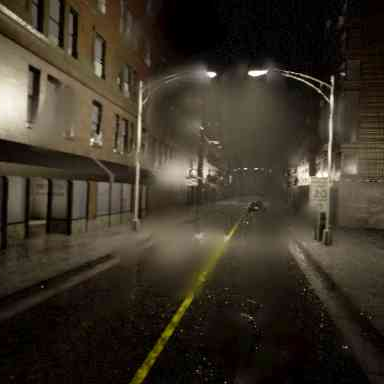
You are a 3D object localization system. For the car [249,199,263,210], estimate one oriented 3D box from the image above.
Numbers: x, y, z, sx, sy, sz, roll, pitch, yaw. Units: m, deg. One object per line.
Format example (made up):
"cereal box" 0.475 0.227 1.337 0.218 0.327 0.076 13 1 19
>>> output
"car" 9.799 1.900 50.581 1.994 1.385 4.181 2 0 12

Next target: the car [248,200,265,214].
"car" 7.887 1.838 40.423 1.994 1.385 4.181 2 0 11
